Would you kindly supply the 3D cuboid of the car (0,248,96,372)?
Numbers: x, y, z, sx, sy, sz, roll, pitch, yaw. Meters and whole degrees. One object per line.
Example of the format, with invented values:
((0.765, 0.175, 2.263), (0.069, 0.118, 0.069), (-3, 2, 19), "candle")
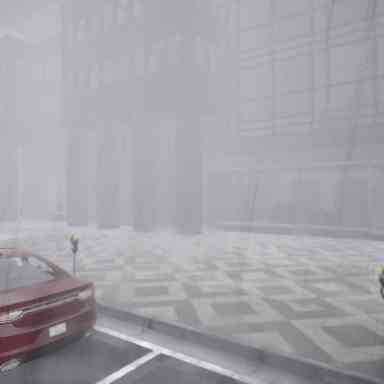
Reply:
((-3.491, 1.602, 5.445), (4.507, 1.381, 1.887), (-1, 0, 35), "car")
